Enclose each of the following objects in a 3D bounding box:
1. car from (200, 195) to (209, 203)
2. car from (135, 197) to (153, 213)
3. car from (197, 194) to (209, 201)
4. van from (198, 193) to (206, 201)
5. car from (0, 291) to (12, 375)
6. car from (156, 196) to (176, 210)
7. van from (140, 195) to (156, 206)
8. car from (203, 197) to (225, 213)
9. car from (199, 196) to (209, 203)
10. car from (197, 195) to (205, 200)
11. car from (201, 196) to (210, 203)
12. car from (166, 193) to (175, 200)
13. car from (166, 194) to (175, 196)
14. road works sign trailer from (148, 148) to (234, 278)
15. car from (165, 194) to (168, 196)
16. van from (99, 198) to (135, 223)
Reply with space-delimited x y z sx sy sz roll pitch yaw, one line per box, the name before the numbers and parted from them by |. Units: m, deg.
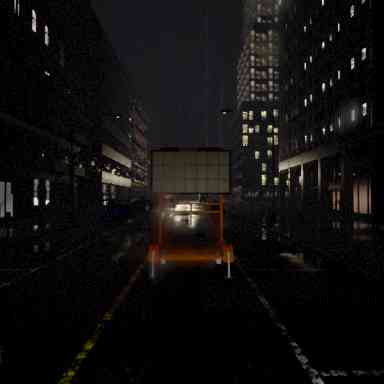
car | 2.568 1.517 47.896 1.887 1.381 4.507 1 0 0
car | -5.781 1.551 36.593 1.947 1.339 4.313 1 0 0
car | 2.523 1.261 64.990 2.192 1.841 5.009 1 0 0
van | 2.483 1.257 82.084 1.690 1.788 3.998 1 0 0
car | -3.108 1.526 2.311 1.812 1.442 4.674 0 0 0
car | -3.122 1.543 42.452 1.994 1.385 4.181 0 0 0
van | -5.793 1.320 42.290 1.690 1.788 3.998 1 0 0
car | 2.600 1.536 36.500 2.008 1.369 4.403 1 0 0
car | 2.502 1.487 70.688 2.008 1.369 4.403 1 0 0
car | 2.429 1.470 87.782 1.947 1.339 4.313 1 0 0
car | 2.583 1.530 42.197 2.008 1.369 4.403 1 0 0
car | -5.939 1.207 93.577 2.192 1.841 5.009 1 0 0
car | -5.907 1.231 82.181 2.192 1.841 5.009 1 0 0
road works sign trailer | -0.029 0.465 10.112 2.380 3.560 2.880 0 0 0
car | -5.847 1.538 59.385 1.802 1.307 4.206 1 0 0
van | -5.744 1.334 25.192 1.690 1.788 3.998 1 0 0
